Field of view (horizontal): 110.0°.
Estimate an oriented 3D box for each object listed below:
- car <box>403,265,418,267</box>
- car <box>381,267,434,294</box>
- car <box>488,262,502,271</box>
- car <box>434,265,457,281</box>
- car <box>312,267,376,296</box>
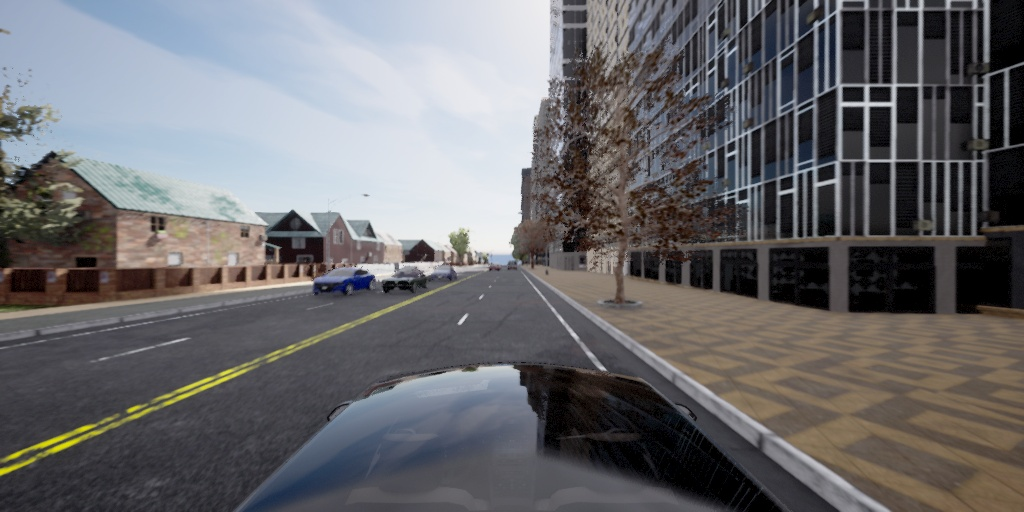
[{"bbox_3d":[-9.773,1.628,34.410,1.812,1.442,4.674,0,0,0],"label":"car"},{"bbox_3d":[-6.522,1.566,22.495,1.895,1.301,4.718,0,-1,1],"label":"car"},{"bbox_3d":[-3.221,2.094,64.742,1.895,1.301,4.718,0,-1,0],"label":"car"},{"bbox_3d":[-6.520,1.635,34.848,1.812,1.442,4.674,0,0,1],"label":"car"},{"bbox_3d":[-9.784,1.428,21.260,1.882,1.535,5.008,0,-1,0],"label":"car"}]
